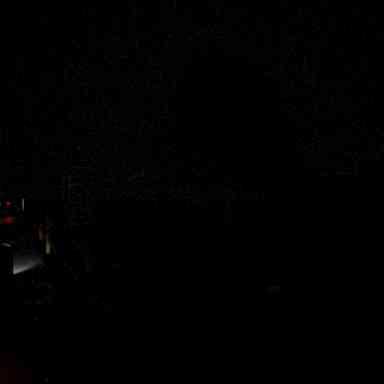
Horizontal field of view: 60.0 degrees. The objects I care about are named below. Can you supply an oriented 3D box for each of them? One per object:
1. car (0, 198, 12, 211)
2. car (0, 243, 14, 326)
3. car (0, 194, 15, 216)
[{"bbox_3d":[-23.932,1.576,42.105,2.033,1.411,5.357,0,0,-28],"label":"car"},{"bbox_3d":[-4.599,1.563,6.476,1.994,1.385,4.181,0,0,-28],"label":"car"},{"bbox_3d":[-18.780,1.239,32.701,2.150,2.045,5.566,0,0,-28],"label":"car"}]
